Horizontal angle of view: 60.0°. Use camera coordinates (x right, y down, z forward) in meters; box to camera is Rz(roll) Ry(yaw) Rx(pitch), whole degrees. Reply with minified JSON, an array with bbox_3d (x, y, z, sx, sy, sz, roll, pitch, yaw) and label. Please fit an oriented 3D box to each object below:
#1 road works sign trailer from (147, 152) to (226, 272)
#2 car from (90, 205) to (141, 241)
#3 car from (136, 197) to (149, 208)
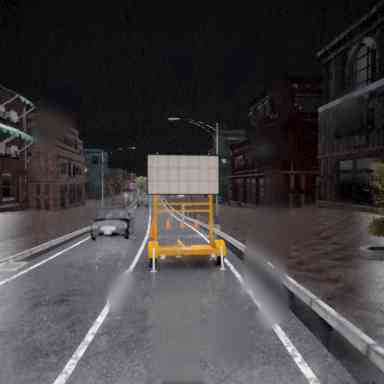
[{"bbox_3d":[-0.301,0.497,10.956,2.380,3.560,2.880,0,-1,-9],"label":"road works sign trailer"},{"bbox_3d":[-4.069,1.635,17.624,2.128,1.511,4.902,0,-1,-5],"label":"car"},{"bbox_3d":[-9.650,2.074,65.141,2.150,2.045,5.566,0,1,-7],"label":"car"}]
